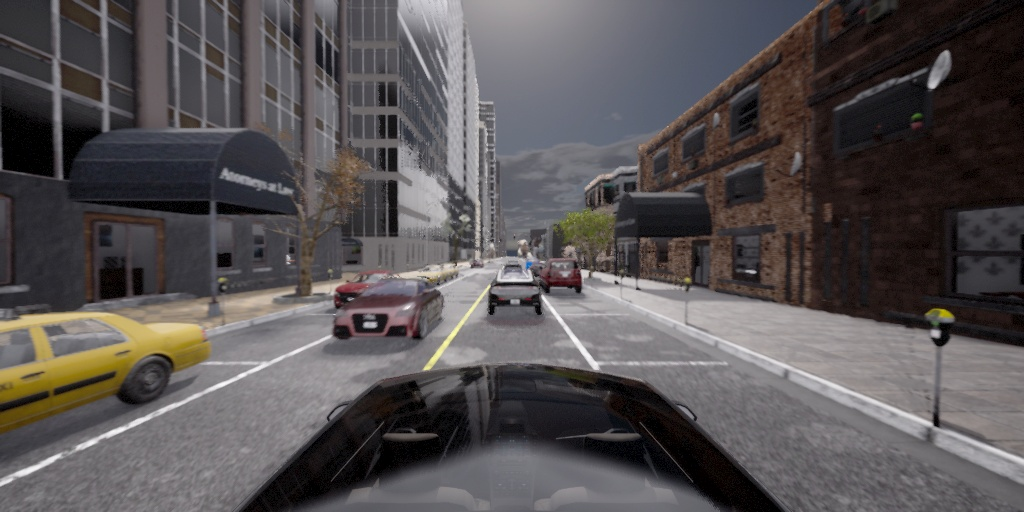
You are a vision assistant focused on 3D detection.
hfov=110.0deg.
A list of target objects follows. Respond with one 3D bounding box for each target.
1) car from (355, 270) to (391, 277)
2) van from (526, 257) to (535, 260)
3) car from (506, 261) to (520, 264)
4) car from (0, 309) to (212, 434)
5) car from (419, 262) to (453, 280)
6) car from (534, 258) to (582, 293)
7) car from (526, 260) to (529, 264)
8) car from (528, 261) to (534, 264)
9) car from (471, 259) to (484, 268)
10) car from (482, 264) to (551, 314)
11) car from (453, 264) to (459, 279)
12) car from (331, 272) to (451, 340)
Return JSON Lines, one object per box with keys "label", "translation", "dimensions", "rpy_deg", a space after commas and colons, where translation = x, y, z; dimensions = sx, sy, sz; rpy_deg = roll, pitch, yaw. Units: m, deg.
{"label": "car", "translation": [-5.690, 1.289, 14.918], "dimensions": [1.888, 1.381, 4.507], "rpy_deg": [0, 0, 0]}
{"label": "van", "translation": [2.693, 1.070, 48.113], "dimensions": [1.690, 1.789, 3.998], "rpy_deg": [0, 0, 0]}
{"label": "car", "translation": [0.103, 1.238, 37.844], "dimensions": [1.837, 1.490, 4.892], "rpy_deg": [0, 0, 0]}
{"label": "car", "translation": [-5.691, 1.274, 3.679], "dimensions": [1.751, 1.417, 4.829], "rpy_deg": [0, 0, 0]}
{"label": "car", "translation": [-5.689, 1.264, 25.818], "dimensions": [1.751, 1.417, 4.829], "rpy_deg": [0, 0, 0]}
{"label": "car", "translation": [2.691, 1.056, 20.441], "dimensions": [2.192, 1.841, 5.009], "rpy_deg": [0, 0, 0]}
{"label": "car", "translation": [2.692, 1.316, 37.044], "dimensions": [1.802, 1.307, 4.207], "rpy_deg": [0, 0, 0]}
{"label": "car", "translation": [2.692, 1.302, 31.510], "dimensions": [1.948, 1.339, 4.313], "rpy_deg": [0, 0, 0]}
{"label": "car", "translation": [-5.687, 1.163, 59.197], "dimensions": [1.967, 1.591, 4.097], "rpy_deg": [0, 0, 0]}
{"label": "car", "translation": [0.100, 1.236, 13.744], "dimensions": [2.128, 1.511, 4.902], "rpy_deg": [0, 0, 0]}
{"label": "car", "translation": [-5.689, 1.261, 31.352], "dimensions": [1.751, 1.417, 4.829], "rpy_deg": [0, 0, 0]}
{"label": "car", "translation": [-3.098, 1.310, 9.811], "dimensions": [1.994, 1.385, 4.181], "rpy_deg": [0, 0, 0]}
